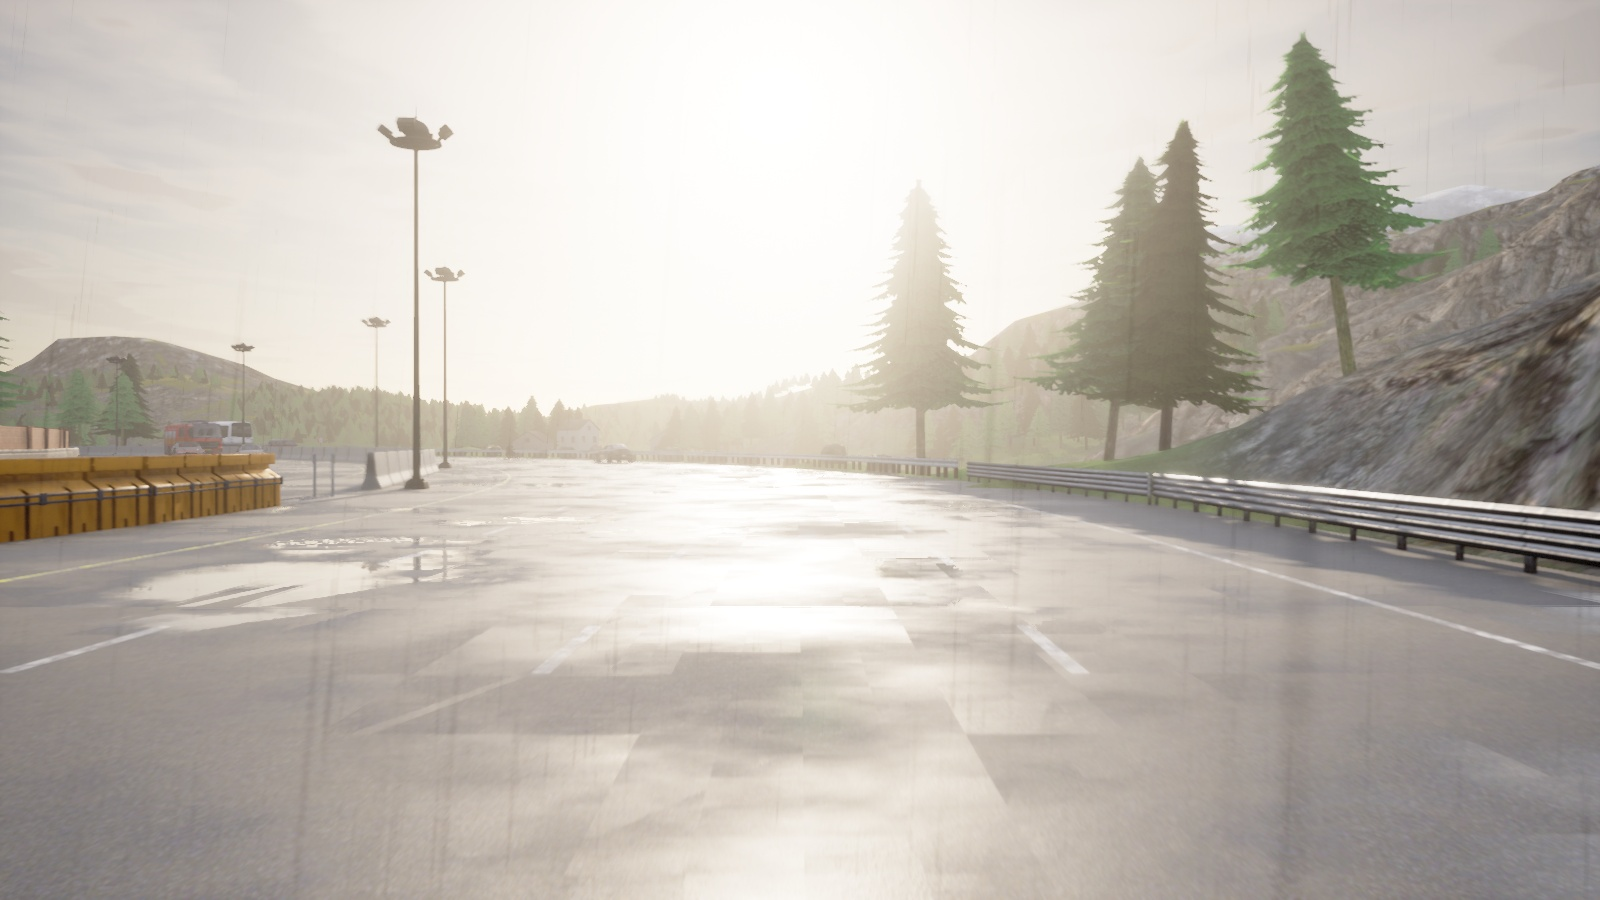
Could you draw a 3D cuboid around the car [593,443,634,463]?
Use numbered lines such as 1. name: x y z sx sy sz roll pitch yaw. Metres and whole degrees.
1. car: -14.238 0.221 95.716 1.812 1.442 4.674 0 0 -26
